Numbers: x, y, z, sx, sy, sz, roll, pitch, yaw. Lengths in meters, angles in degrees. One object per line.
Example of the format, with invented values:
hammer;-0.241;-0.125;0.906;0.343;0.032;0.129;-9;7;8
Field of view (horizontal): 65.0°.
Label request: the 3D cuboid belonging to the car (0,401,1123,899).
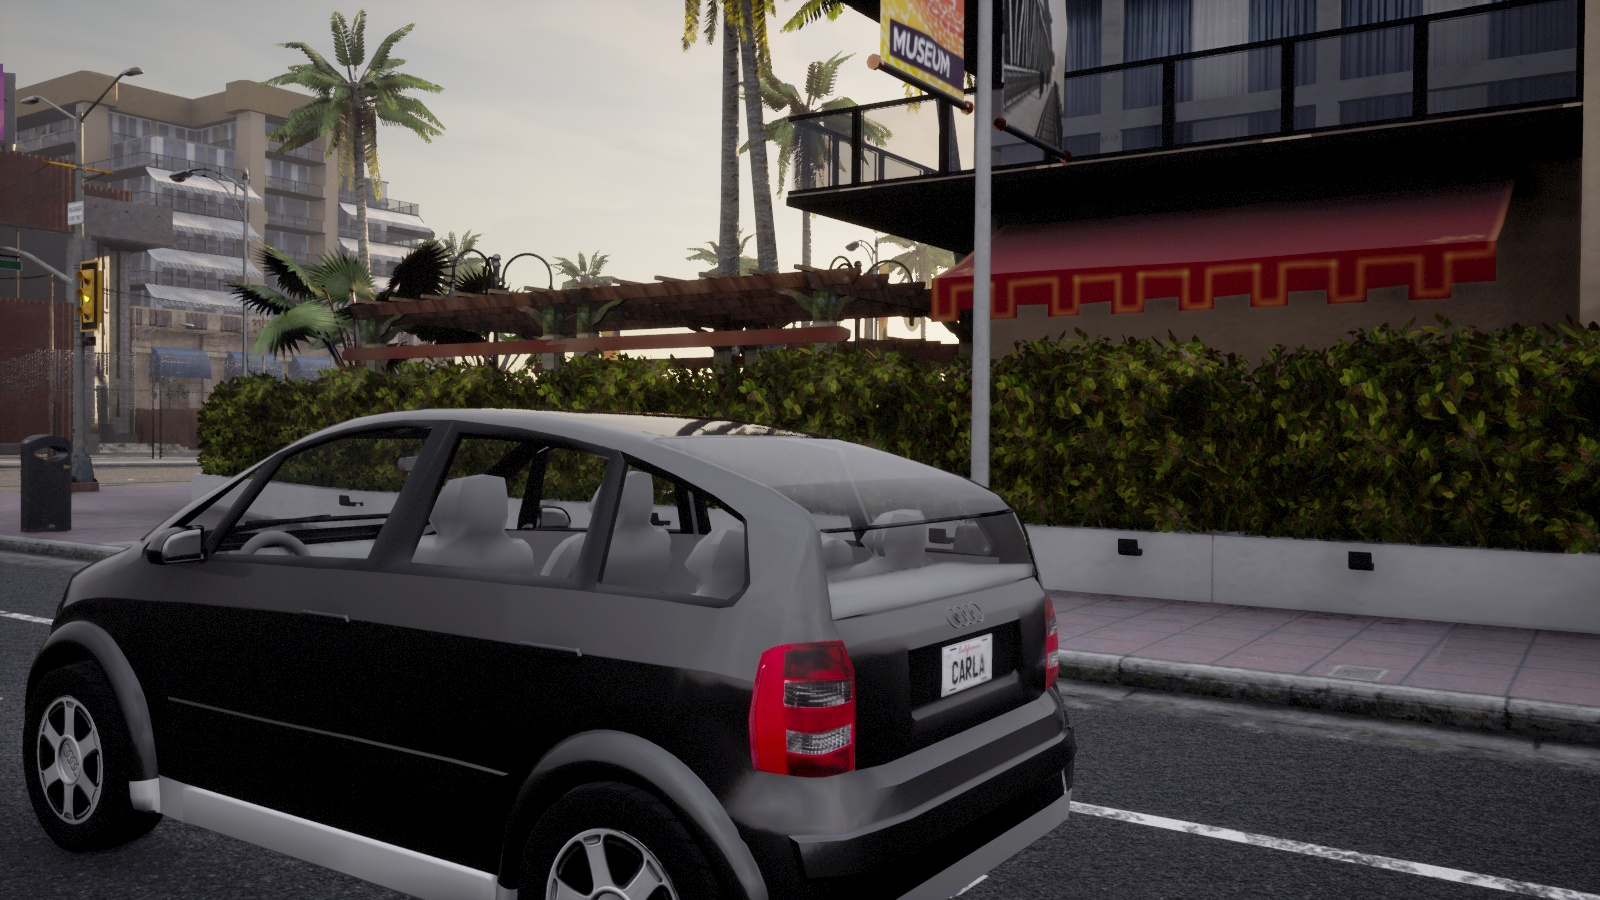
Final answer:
car;-1.011;0.661;4.288;3.705;1.549;1.789;0;1;34
